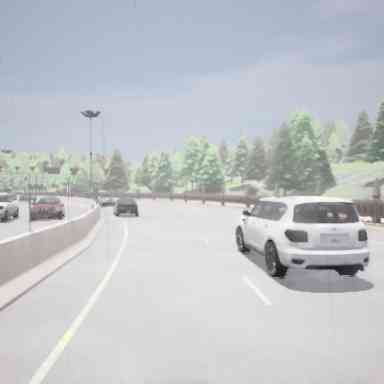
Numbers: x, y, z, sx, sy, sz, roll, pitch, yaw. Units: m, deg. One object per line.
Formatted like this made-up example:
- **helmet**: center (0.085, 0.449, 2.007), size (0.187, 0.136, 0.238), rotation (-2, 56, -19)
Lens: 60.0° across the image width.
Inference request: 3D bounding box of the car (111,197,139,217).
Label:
- **car**: center (-5.806, 1.305, 29.203), size (1.837, 1.490, 4.892), rotation (0, 0, -17)

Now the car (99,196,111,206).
- **car**: center (-12.244, 1.285, 47.668), size (1.895, 1.301, 4.718), rotation (0, 0, -29)

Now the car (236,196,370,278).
- **car**: center (2.908, 1.134, 10.053), size (2.150, 2.045, 5.566), rotation (0, 0, -6)
